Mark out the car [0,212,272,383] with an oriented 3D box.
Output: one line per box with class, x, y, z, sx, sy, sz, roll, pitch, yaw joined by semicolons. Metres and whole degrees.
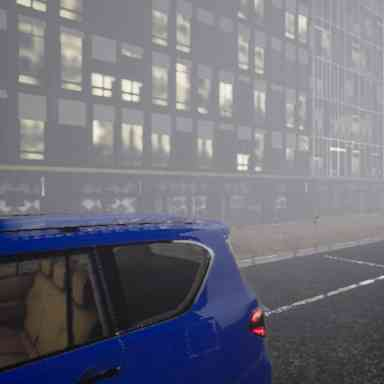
car;-1.944;1.224;1.991;5.566;2.045;2.150;0;0;-35
